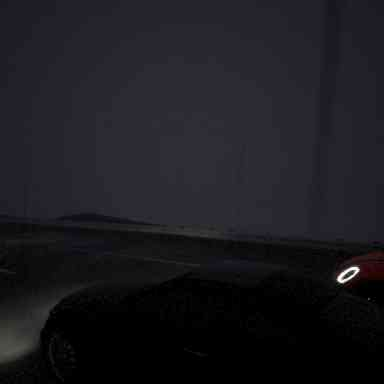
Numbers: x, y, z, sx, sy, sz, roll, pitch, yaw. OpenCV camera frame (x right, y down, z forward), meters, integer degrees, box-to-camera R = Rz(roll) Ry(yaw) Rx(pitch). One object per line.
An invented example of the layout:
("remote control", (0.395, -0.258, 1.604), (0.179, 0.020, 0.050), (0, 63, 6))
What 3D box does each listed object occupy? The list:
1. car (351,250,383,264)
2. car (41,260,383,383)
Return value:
("car", (4.513, 1.341, 4.946), (4.553, 1.767, 2.097), (0, 0, 36))
("car", (0.288, 1.521, 3.658), (4.674, 1.442, 1.812), (0, 0, 35))
